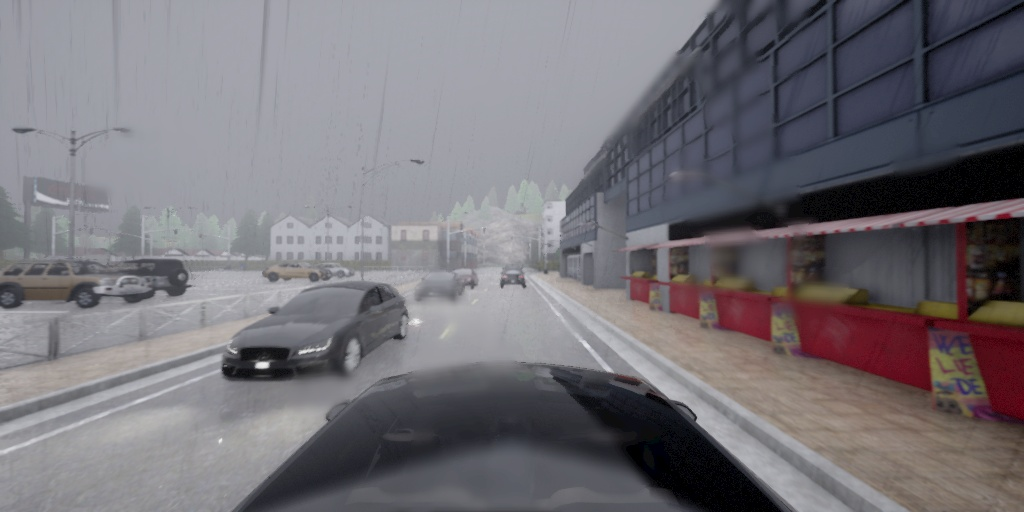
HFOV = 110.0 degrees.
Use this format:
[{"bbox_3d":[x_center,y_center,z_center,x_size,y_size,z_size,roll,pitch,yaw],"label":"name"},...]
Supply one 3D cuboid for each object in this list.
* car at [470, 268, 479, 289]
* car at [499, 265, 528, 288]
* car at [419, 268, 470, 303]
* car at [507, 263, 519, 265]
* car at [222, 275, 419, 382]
[{"bbox_3d":[-3.561,1.620,26.738,1.812,1.442,4.674,0,-1,0],"label":"car"},{"bbox_3d":[0.073,1.627,27.313,1.812,1.442,4.674,0,-1,0],"label":"car"},{"bbox_3d":[-3.520,1.506,18.471,1.812,1.442,4.674,0,-1,0],"label":"car"},{"bbox_3d":[0.055,1.591,37.330,2.097,1.767,4.553,0,-1,0],"label":"car"},{"bbox_3d":[-3.600,1.334,7.603,1.837,1.490,4.892,0,0,0],"label":"car"}]
